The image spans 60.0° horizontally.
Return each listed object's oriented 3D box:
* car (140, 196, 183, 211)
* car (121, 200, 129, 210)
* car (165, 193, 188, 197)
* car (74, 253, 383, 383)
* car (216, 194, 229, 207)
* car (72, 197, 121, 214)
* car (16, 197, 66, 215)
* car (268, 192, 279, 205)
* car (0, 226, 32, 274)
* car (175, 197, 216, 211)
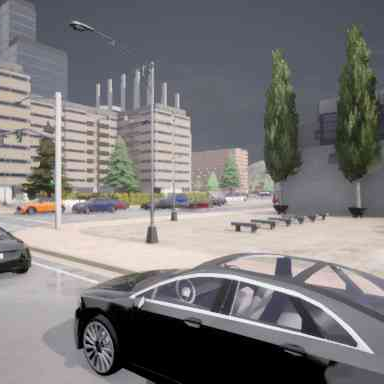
[{"bbox_3d":[-3.982,1.543,41.906,2.033,1.411,5.357,0,0,41],"label":"car"},{"bbox_3d":[-9.749,1.559,40.588,1.994,1.385,4.181,0,0,41],"label":"car"},{"bbox_3d":[-2.779,1.216,48.636,2.150,2.045,5.566,0,0,41],"label":"car"},{"bbox_3d":[0.574,1.491,3.866,4.902,1.511,2.128,0,0,37],"label":"car"},{"bbox_3d":[2.830,1.487,49.752,2.128,1.511,4.902,0,0,41],"label":"car"},{"bbox_3d":[-10.186,1.347,34.744,2.097,1.767,4.553,0,0,41],"label":"car"},{"bbox_3d":[-15.447,1.347,34.113,2.097,1.767,4.553,0,0,42],"label":"car"},{"bbox_3d":[16.534,1.217,59.942,2.150,2.045,5.566,0,0,41],"label":"car"},{"bbox_3d":[-6.333,1.562,9.484,4.181,1.385,1.994,0,0,40],"label":"car"},{"bbox_3d":[0.530,1.596,41.461,1.895,1.301,4.718,0,0,41],"label":"car"}]
